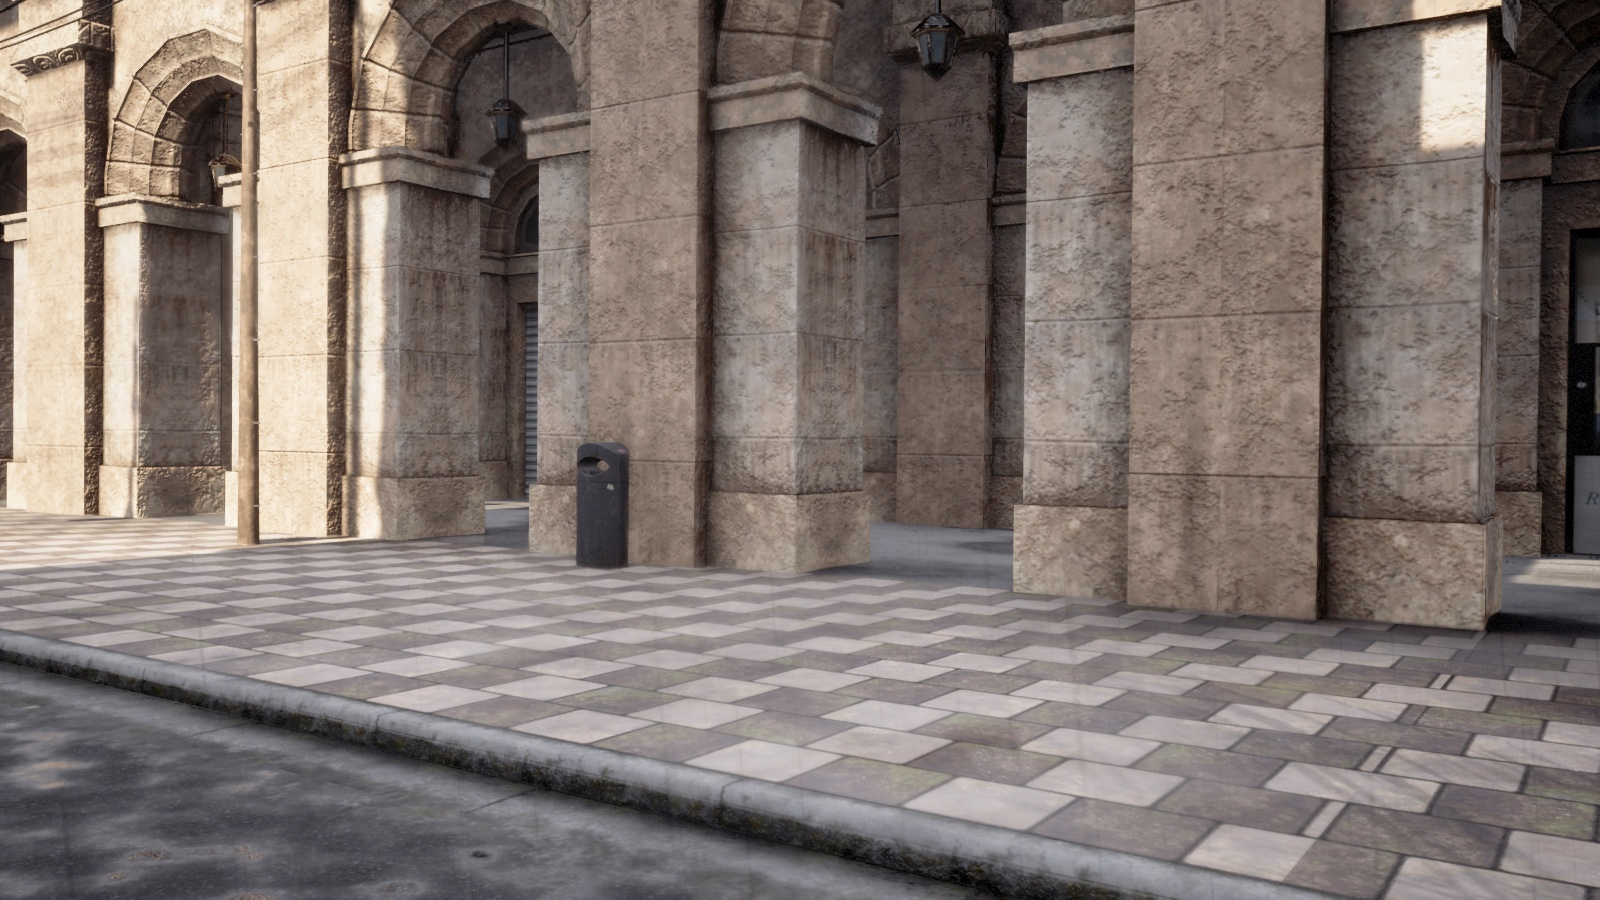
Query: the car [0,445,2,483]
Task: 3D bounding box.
[{"bbox_3d":[-30.009,0.524,42.477,1.895,1.301,4.718,0,1,34],"label":"car"}]
